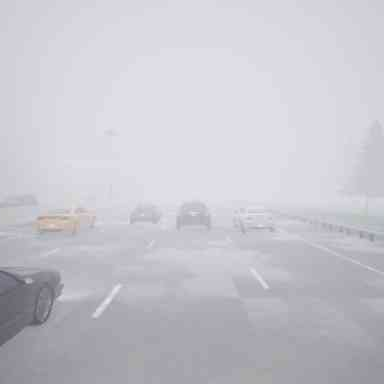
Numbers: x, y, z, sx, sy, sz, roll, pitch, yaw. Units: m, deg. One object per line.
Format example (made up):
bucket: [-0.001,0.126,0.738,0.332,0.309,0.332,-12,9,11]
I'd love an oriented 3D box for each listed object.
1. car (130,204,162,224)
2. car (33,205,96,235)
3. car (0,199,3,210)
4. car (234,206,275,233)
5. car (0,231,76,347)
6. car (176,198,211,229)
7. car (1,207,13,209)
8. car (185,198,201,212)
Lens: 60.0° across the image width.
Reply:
car: [-3.394,1.569,25.031,1.994,1.385,4.181,0,0,0]
car: [-6.895,1.481,18.738,1.882,1.535,5.008,0,0,0]
car: [-24.582,1.555,38.673,2.033,1.411,5.357,0,0,0]
car: [3.604,1.529,19.673,1.812,1.442,4.674,0,0,0]
car: [-3.398,1.548,4.001,2.033,1.411,5.357,0,0,0]
car: [0.104,1.356,21.687,2.097,1.767,4.553,0,0,0]
car: [-17.588,1.225,33.646,2.150,2.045,5.566,0,0,0]
car: [0.110,1.513,40.646,1.837,1.490,4.892,0,0,0]
